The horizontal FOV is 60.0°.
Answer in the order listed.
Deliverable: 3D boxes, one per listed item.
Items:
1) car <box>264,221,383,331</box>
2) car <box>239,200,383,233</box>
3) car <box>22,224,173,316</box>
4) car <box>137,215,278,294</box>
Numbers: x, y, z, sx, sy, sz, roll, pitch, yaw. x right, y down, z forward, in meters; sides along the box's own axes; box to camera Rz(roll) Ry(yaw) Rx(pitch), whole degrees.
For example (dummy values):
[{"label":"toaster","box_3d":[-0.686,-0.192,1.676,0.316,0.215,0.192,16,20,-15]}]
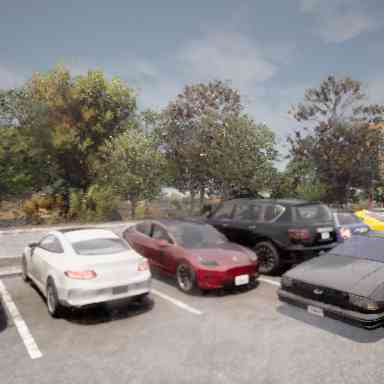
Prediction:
[{"label":"car","box_3d":[4.178,1.547,6.972,5.357,1.411,2.033,0,0,-36]},{"label":"car","box_3d":[4.222,1.358,12.421,2.185,1.767,4.553,0,0,-36]},{"label":"car","box_3d":[-2.571,1.521,7.609,2.002,1.452,4.674,0,0,-36]},{"label":"car","box_3d":[-0.296,1.510,9.200,2.163,1.488,4.792,0,0,-35]}]
